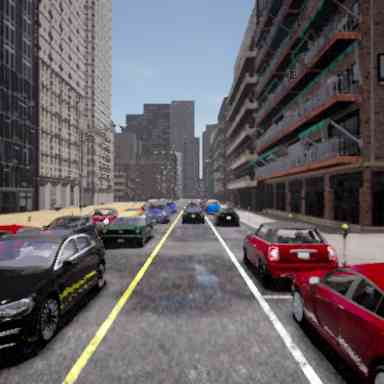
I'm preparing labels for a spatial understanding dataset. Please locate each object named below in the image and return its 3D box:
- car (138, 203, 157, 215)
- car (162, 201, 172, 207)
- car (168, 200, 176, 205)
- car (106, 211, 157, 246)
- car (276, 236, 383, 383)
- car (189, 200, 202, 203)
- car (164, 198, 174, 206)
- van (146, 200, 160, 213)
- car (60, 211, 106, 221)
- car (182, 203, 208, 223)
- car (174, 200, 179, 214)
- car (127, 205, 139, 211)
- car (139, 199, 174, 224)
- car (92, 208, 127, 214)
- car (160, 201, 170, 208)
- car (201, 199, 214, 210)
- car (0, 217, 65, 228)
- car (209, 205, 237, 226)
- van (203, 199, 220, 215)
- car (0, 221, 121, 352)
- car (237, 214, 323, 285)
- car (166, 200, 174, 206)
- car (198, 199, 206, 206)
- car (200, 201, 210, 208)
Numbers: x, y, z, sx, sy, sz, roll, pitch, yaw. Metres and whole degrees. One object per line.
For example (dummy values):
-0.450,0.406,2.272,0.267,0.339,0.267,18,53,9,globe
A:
-5.674,2.163,43.115,1.887,1.381,4.507,0,-1,0,car
-5.659,2.665,76.277,2.008,1.369,4.403,0,-1,0,car
-5.651,2.915,92.857,1.887,1.381,4.507,0,-1,0,car
-3.078,1.835,16.634,1.895,1.301,4.718,0,-1,0,car
2.687,1.608,4.420,1.887,1.381,4.507,0,-1,0,car
0.084,2.163,45.799,1.837,1.490,4.892,0,-1,0,car
-5.658,2.514,81.807,2.192,1.841,5.009,0,-1,0,car
-5.673,2.040,48.645,1.690,1.788,3.998,0,-1,0,van
-5.688,1.784,15.480,1.947,1.339,4.313,0,-1,0,car
0.118,1.984,29.500,1.994,1.385,4.181,0,-1,0,car
-2.979,2.185,45.602,1.812,1.442,4.674,0,-1,0,car
-5.681,1.980,31.891,1.752,1.417,4.829,0,-1,0,car
-3.023,1.764,29.023,2.097,1.767,4.553,0,-1,0,car
-5.686,1.737,21.009,1.967,1.590,4.097,0,-1,0,car
-5.661,2.612,70.749,1.802,1.307,4.206,0,-1,0,car
2.711,2.178,59.695,2.192,1.841,5.009,0,-1,0,car
-5.691,1.685,9.952,1.887,1.381,4.507,0,-1,0,car
2.697,1.942,26.529,1.947,1.339,4.313,0,-1,0,car
2.705,1.959,43.113,1.690,1.788,3.998,0,-1,0,van
-3.085,1.585,6.630,2.128,1.511,4.902,0,-1,0,car
2.689,1.580,9.949,1.967,1.590,4.097,0,-1,0,car
-5.653,2.867,87.330,1.802,1.307,4.206,0,-1,0,car
2.726,2.725,87.328,1.967,1.590,4.097,0,-1,0,car
2.719,2.596,70.745,1.947,1.339,4.313,0,-1,0,car
